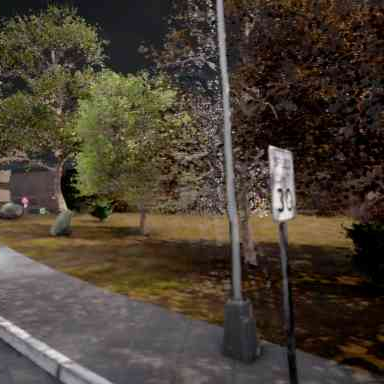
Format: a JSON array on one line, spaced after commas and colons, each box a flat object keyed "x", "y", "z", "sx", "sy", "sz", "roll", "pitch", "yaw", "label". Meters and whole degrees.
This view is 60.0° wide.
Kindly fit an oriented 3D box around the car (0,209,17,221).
[{"x": -24.482, "y": 2.948, "z": 42.323, "sx": 1.812, "sy": 1.442, "sz": 4.674, "roll": -3, "pitch": -5, "yaw": 3, "label": "car"}]
